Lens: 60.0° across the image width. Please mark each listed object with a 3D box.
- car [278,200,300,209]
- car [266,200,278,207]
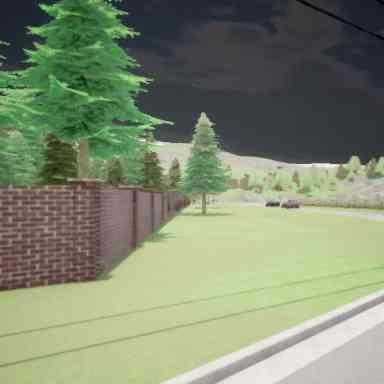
[{"bbox_3d":[18.388,2.295,62.207,2.097,1.767,4.553,0,-1,-5],"label":"car"},{"bbox_3d":[17.514,2.550,72.117,1.882,1.535,5.008,0,-1,-5],"label":"car"}]
